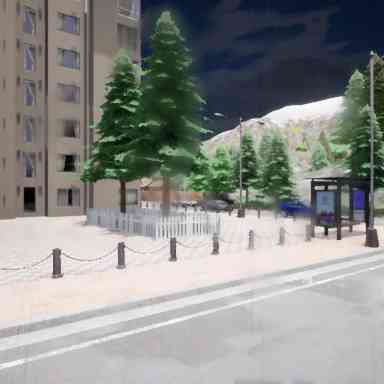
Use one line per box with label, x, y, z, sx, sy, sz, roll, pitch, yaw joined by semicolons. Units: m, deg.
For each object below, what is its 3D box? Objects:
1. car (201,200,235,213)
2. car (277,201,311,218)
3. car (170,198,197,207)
car;2.887;1.579;37.589;1.994;1.385;4.181;0;0;-35
car;9.491;1.492;28.124;1.882;1.535;5.008;0;0;-35
car;-1.361;1.616;49.934;1.895;1.301;4.718;0;0;-35
